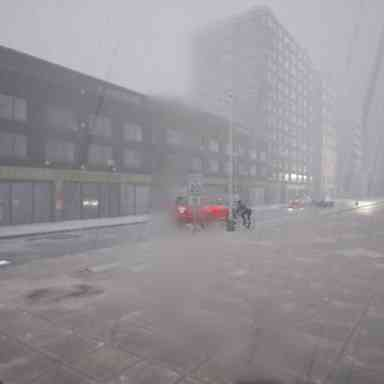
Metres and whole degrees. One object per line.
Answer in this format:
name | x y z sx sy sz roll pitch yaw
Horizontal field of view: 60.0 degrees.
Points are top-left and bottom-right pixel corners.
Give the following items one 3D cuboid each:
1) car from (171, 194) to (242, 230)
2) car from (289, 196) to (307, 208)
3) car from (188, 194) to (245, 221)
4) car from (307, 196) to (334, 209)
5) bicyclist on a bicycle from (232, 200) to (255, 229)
car | 0.998 1.203 21.417 2.150 2.045 5.566 0 0 36
car | 15.074 1.286 46.021 2.097 1.767 4.553 0 0 35
car | 2.207 1.190 28.084 2.150 2.045 5.566 0 0 35
car | 17.430 1.287 44.416 2.097 1.767 4.553 0 0 35
bicyclist on a bicycle | 2.830 1.287 18.851 1.656 1.620 0.582 0 0 35
